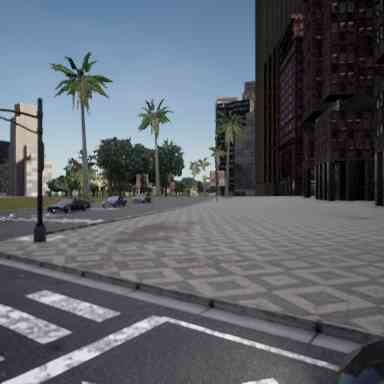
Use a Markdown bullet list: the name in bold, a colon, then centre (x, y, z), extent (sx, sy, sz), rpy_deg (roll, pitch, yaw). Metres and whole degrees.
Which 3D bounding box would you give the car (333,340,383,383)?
- **car**: centre (3.178, 1.504, 1.443), extent (4.892, 1.490, 1.837), rpy_deg (0, 0, 34)

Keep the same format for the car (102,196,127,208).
- **car**: centre (-10.147, 1.274, 43.951), extent (1.812, 1.442, 4.674), rpy_deg (0, 0, 13)

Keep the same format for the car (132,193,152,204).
- **car**: centre (-8.071, 1.014, 53.814), extent (2.097, 1.767, 4.553), rpy_deg (0, 0, 11)

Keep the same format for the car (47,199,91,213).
- **car**: centre (-12.453, 1.379, 34.197), extent (2.033, 1.411, 5.357), rpy_deg (0, 0, 14)
